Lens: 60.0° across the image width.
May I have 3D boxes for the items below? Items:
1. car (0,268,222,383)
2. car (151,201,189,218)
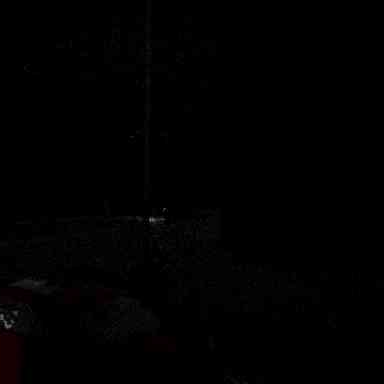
[{"bbox_3d":[-1.651,1.610,3.970,4.206,1.307,1.802,-1,1,36],"label":"car"},{"bbox_3d":[-2.290,1.787,35.486,2.097,1.767,4.553,1,0,36],"label":"car"}]
